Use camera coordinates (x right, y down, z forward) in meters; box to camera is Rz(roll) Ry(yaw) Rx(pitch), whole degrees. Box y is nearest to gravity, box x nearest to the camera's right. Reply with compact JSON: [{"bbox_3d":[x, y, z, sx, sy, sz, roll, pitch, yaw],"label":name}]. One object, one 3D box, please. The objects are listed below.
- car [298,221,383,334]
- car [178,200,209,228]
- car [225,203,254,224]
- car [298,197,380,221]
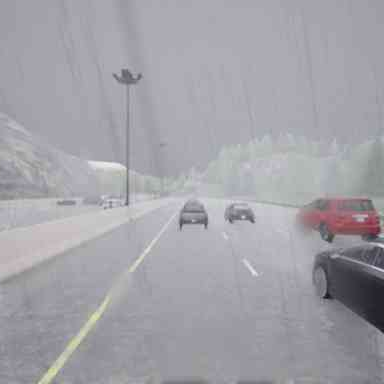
[{"bbox_3d":[3.599,1.506,5.521,2.128,1.511,4.902,0,0,0],"label":"car"},{"bbox_3d":[0.095,1.549,22.466,2.128,1.511,4.902,0,0,0],"label":"car"},{"bbox_3d":[3.596,1.591,25.571,1.812,1.442,4.674,0,0,0],"label":"car"},{"bbox_3d":[7.109,1.264,16.669,2.150,2.045,5.566,0,0,0],"label":"car"}]
